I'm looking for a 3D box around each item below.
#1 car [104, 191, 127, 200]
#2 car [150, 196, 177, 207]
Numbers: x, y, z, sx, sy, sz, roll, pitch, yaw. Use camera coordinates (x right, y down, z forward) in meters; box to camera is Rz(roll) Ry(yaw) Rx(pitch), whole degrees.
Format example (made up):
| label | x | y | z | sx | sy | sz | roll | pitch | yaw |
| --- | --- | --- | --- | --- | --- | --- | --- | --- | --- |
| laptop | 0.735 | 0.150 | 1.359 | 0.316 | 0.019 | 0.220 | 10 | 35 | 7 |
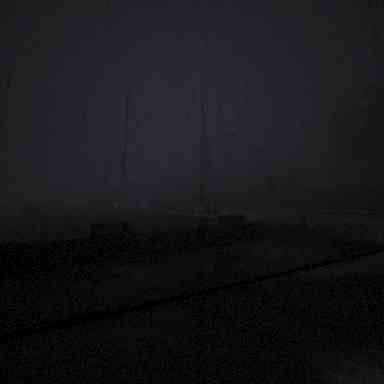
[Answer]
| label | x | y | z | sx | sy | sz | roll | pitch | yaw |
| --- | --- | --- | --- | --- | --- | --- | --- | --- | --- |
| car | -12.948 | 0.638 | 55.877 | 2.150 | 2.045 | 5.566 | -1 | 0 | -36 |
| car | -3.755 | 1.286 | 42.873 | 1.812 | 1.442 | 4.674 | -1 | 1 | -36 |
